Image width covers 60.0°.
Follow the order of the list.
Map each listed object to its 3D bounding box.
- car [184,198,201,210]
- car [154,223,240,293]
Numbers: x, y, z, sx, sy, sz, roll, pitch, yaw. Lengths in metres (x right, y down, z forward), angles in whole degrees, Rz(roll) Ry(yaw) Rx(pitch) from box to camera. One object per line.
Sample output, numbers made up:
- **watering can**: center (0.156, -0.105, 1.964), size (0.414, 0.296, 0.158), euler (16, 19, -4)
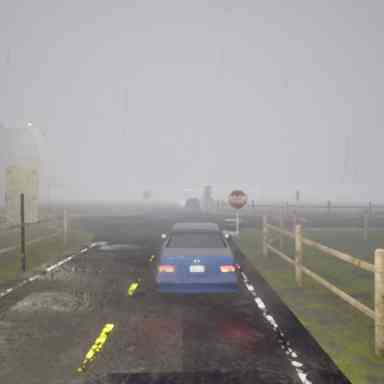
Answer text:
- **car**: center (0.068, 1.453, 41.849), size (1.882, 1.535, 5.008), euler (0, 0, 0)
- **car**: center (0.096, 1.540, 8.969), size (2.033, 1.411, 5.357), euler (0, 0, 0)
